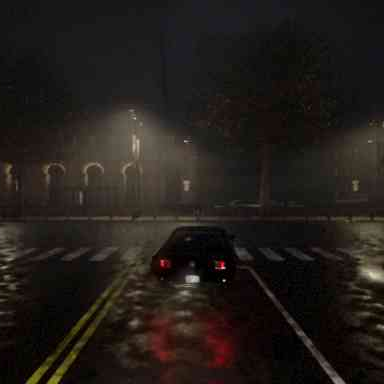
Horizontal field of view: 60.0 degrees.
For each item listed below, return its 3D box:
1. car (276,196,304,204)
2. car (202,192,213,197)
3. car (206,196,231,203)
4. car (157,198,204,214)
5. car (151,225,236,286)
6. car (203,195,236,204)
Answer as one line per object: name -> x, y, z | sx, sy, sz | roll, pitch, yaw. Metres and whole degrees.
car -> 16.891, 1.313, 57.249 | 4.674, 1.452, 2.002 | 0, 0, 0
car -> 4.518, 1.021, 83.345 | 5.566, 2.045, 2.435 | 0, 0, 0
car -> 5.179, 1.457, 64.840 | 4.718, 1.301, 1.895 | 0, 0, 0
car -> -1.240, 1.598, 34.076 | 4.718, 1.301, 1.895 | 0, 0, 0
car -> 0.284, 1.600, 9.438 | 1.895, 1.301, 4.718 | 0, 0, 7
car -> 4.655, 1.408, 53.243 | 4.786, 1.482, 2.161 | 0, 0, 0
